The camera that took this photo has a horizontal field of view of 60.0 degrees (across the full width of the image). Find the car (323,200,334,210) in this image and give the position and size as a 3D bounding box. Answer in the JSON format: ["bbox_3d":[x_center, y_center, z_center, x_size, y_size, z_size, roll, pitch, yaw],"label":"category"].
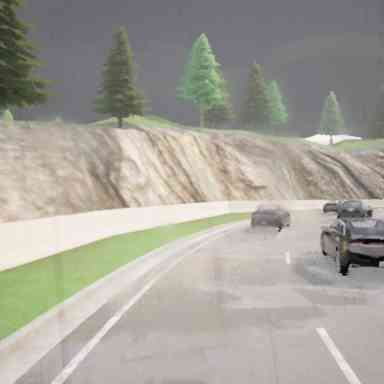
[{"bbox_3d":[15.876,1.643,35.996,4.902,1.511,2.128,1,0,-45],"label":"car"}]

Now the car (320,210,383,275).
[{"bbox_3d":[5.241,1.541,10.376,2.128,1.511,4.902,0,0,13],"label":"car"}]

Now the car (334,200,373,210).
[{"bbox_3d":[13.953,1.483,28.262,2.097,1.767,4.553,1,0,37],"label":"car"}]

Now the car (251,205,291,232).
[{"bbox_3d":[5.044,1.544,20.902,2.128,1.511,4.902,0,0,24],"label":"car"}]
